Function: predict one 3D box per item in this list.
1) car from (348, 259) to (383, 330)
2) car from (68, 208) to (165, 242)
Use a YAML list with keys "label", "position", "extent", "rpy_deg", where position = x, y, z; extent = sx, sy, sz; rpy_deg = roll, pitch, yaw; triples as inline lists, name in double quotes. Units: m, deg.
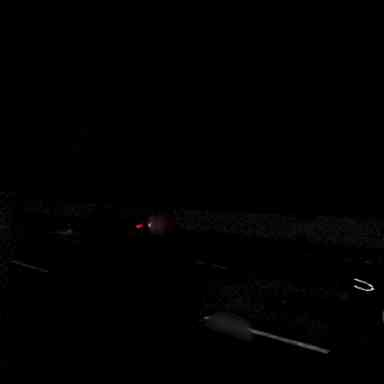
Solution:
- label: "car"
  position: [4.990, 1.495, 4.757]
  extent: [5.008, 1.535, 1.882]
  rpy_deg: [1, 0, 35]
- label: "car"
  position: [-3.705, 1.451, 15.803]
  extent: [5.357, 1.411, 2.033]
  rpy_deg: [1, 0, 39]
